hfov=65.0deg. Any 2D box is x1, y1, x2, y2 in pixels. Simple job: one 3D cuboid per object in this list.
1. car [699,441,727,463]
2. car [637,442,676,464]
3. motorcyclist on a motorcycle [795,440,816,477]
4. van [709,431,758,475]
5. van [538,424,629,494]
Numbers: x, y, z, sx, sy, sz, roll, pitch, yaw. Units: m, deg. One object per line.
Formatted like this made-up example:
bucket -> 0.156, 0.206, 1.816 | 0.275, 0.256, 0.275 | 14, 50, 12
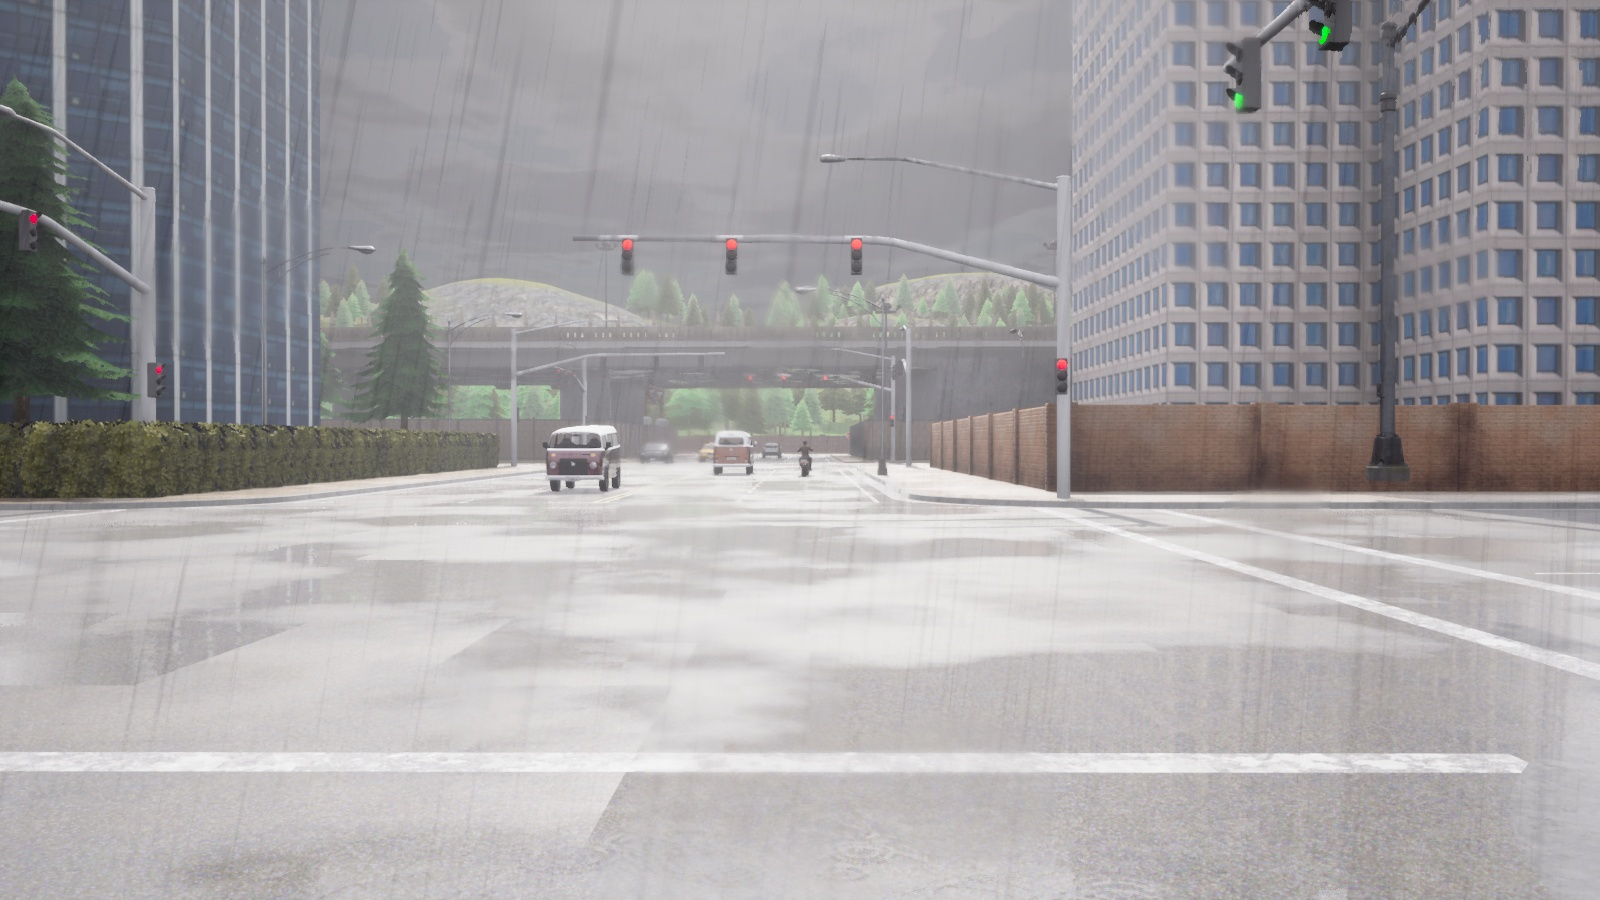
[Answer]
car -> -6.452, 0.147, 93.512 | 1.801, 1.575, 5.366 | 0, 0, -1
car -> -10.009, 0.212, 87.902 | 2.163, 1.488, 4.792 | 0, 0, 0
motorcyclist on a motorcycle -> 0.256, 0.378, 56.511 | 0.766, 1.649, 2.350 | 0, 0, 3
van -> -3.158, 0.126, 60.408 | 2.069, 2.038, 4.480 | 0, 0, 0
van -> -6.770, 0.228, 39.697 | 2.069, 2.038, 4.480 | 0, 2, 0
